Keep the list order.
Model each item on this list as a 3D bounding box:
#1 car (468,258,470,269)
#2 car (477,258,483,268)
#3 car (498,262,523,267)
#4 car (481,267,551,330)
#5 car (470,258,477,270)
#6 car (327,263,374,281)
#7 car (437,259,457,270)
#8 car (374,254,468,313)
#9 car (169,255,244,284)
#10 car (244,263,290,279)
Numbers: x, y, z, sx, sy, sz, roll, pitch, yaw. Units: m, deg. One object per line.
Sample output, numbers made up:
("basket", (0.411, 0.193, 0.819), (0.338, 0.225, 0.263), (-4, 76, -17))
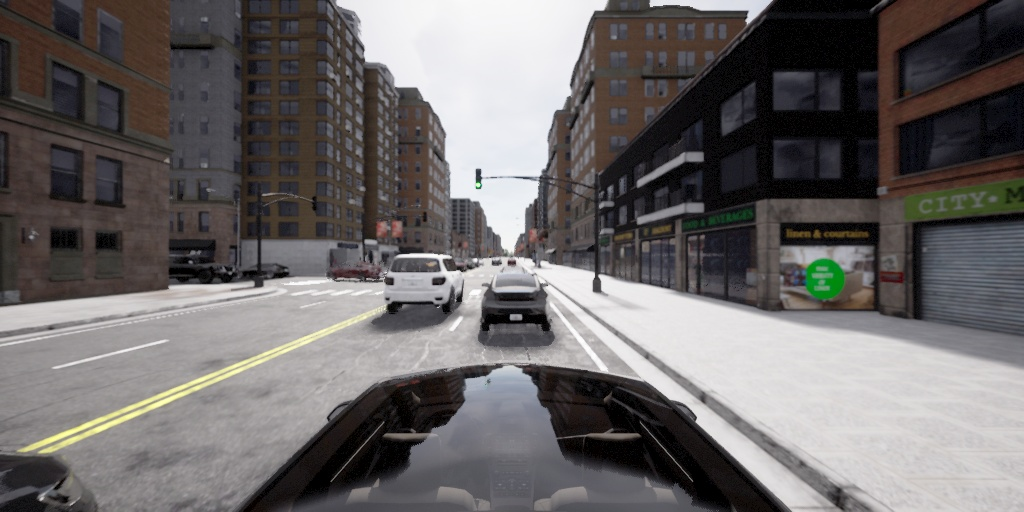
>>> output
("car", (-6.608, 1.058, 42.363), (2.097, 1.767, 4.553), (0, 0, 0))
("car", (-6.538, 1.185, 60.495), (2.128, 1.511, 4.902), (0, 0, 1))
("car", (0.084, 1.323, 24.792), (1.895, 1.301, 4.718), (0, 0, 0))
("car", (0.098, 1.242, 11.091), (1.837, 1.490, 4.892), (0, 0, 0))
("car", (-6.596, 1.051, 51.236), (2.097, 1.767, 4.553), (0, 0, 0))
("car", (-12.531, 1.245, 28.792), (4.674, 1.442, 1.812), (0, -1, 16))
("car", (-9.831, 1.245, 54.476), (2.033, 1.411, 5.357), (0, 0, 0))
("car", (-3.179, 0.956, 13.951), (2.150, 2.045, 5.566), (0, 0, -1))
("car", (-23.495, 0.936, 26.421), (5.566, 2.045, 2.150), (0, 0, 0))
("car", (-22.158, 1.301, 31.897), (4.313, 1.339, 1.948), (0, 0, 0))
